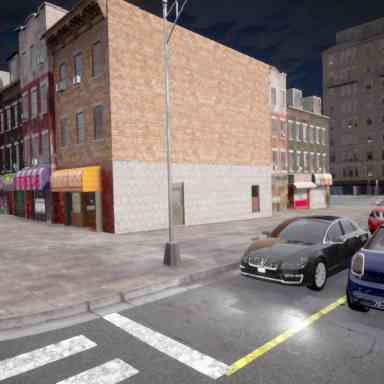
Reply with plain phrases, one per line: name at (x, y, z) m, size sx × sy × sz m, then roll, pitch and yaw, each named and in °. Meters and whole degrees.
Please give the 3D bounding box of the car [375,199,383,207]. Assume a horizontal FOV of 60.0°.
car at (10.551, 1.016, 16.310) m, size 5.566 × 2.045 × 2.150 m, roll -1°, pitch 1°, yaw -45°

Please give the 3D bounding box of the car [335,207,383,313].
car at (4.867, 1.278, 6.616) m, size 4.553 × 1.767 × 2.097 m, roll -1°, pitch 1°, yaw -45°

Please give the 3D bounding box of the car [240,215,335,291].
car at (3.238, 1.430, 9.015) m, size 1.837 × 1.490 × 4.892 m, roll 0°, pitch 1°, yaw 45°
